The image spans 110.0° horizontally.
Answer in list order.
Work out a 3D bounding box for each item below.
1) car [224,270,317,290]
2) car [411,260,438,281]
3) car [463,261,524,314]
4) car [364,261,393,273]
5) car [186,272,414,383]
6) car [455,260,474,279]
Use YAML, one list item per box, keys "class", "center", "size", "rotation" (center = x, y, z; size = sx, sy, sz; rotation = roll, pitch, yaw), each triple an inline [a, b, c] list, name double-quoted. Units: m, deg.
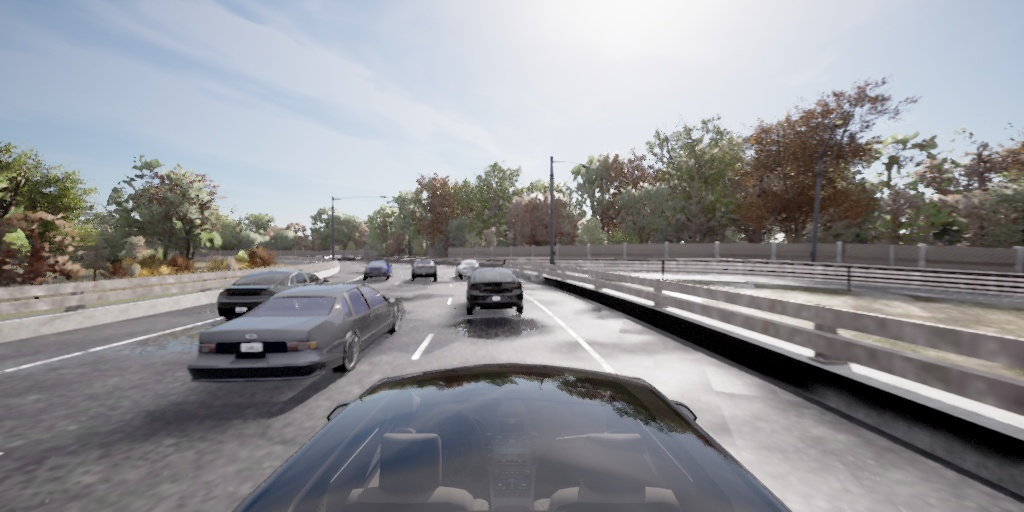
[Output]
- class: "car"
  center: [-7.623, 1.212, 12.185]
  size: [1.837, 1.490, 4.892]
  rotation: [0, 0, -6]
- class: "car"
  center: [-6.772, 1.063, 27.742]
  size: [2.128, 1.511, 4.902]
  rotation: [0, 1, -14]
- class: "car"
  center: [-0.736, 1.133, 13.458]
  size: [1.882, 1.535, 5.008]
  rotation: [0, 0, -6]
- class: "car"
  center: [-10.522, 1.114, 28.326]
  size: [1.812, 1.442, 4.674]
  rotation: [0, 0, -15]
- class: "car"
  center: [-3.700, 1.272, 7.405]
  size: [2.033, 1.411, 5.357]
  rotation: [0, 1, -3]
- class: "car"
  center: [-3.541, 1.064, 29.233]
  size: [1.812, 1.442, 4.674]
  rotation: [0, 0, -14]
